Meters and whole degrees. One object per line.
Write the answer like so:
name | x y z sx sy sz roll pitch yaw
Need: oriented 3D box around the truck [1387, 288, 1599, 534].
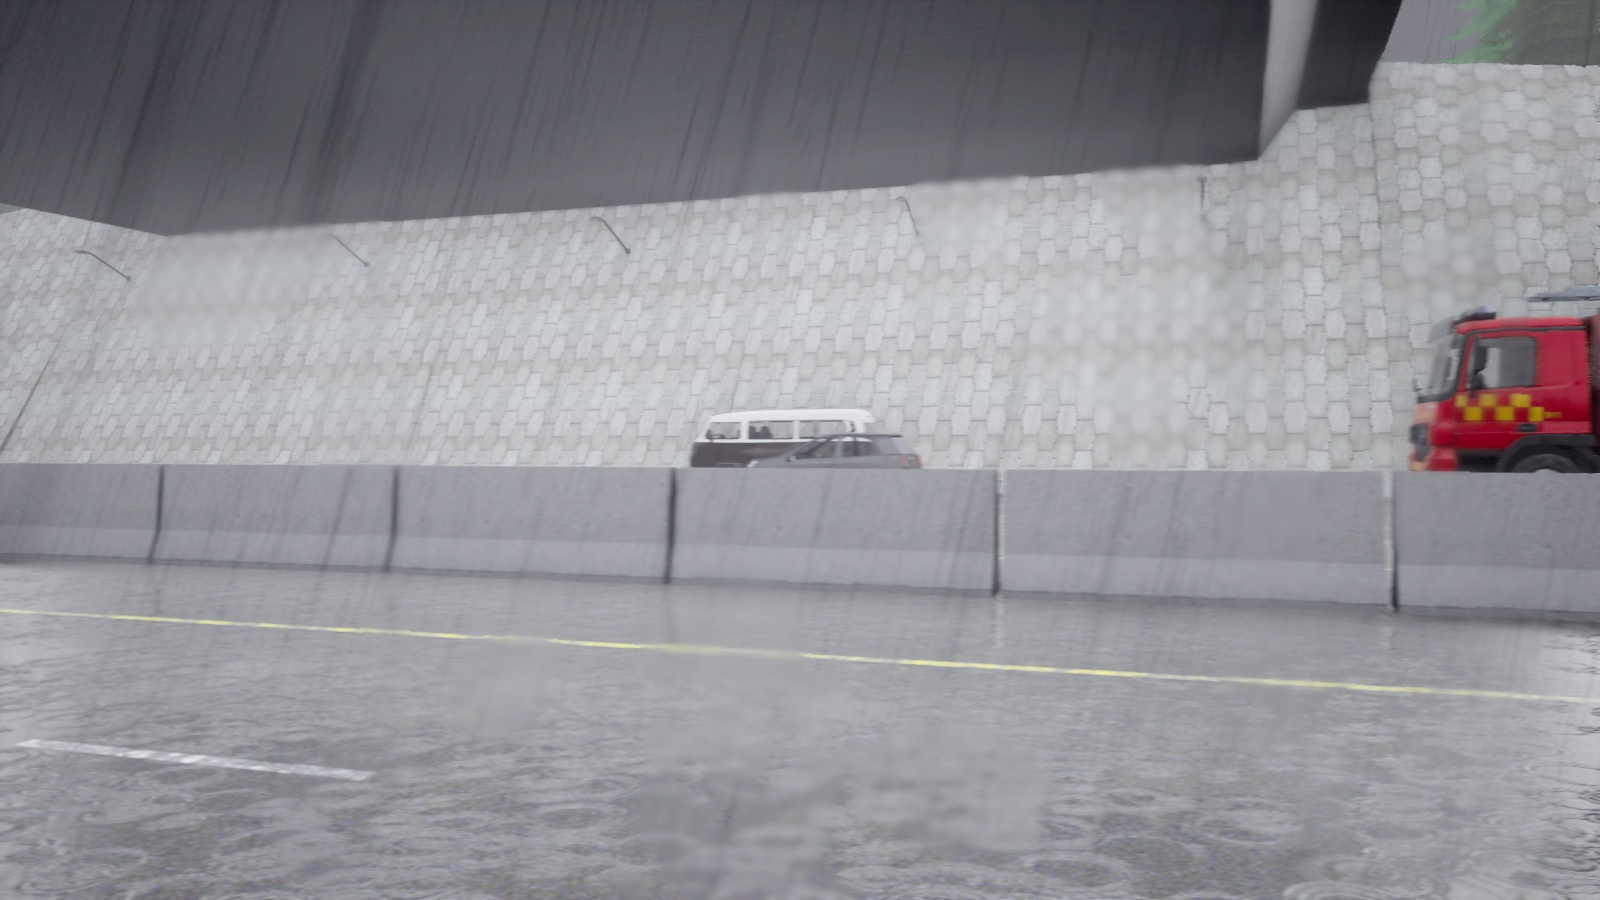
truck | 14.414 -0.612 20.481 8.468 3.827 2.891 1 1 19

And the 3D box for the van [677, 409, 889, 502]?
van | -0.367 0.082 29.160 4.480 2.038 2.069 1 1 19

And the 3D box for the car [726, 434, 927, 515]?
car | 0.553 0.440 25.162 3.633 1.501 1.845 1 1 19
